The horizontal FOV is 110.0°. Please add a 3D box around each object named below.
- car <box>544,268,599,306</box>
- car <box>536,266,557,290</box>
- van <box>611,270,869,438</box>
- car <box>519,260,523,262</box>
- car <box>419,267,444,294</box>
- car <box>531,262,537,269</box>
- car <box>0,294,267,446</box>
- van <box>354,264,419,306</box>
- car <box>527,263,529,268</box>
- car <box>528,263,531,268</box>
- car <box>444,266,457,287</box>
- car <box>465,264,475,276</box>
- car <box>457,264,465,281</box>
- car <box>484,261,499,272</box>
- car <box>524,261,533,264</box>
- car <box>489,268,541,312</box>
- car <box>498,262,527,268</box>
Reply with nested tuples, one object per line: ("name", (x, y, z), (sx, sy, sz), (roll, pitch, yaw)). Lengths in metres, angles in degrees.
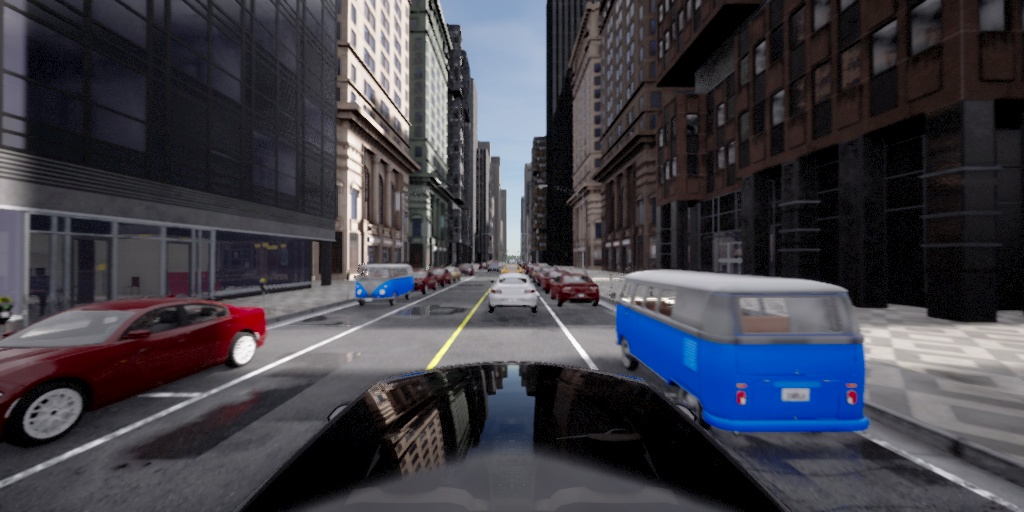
("car", (2.764, 1.461, 16.532), (1.888, 1.381, 4.507), (0, 0, 0))
("car", (2.765, 1.524, 22.134), (1.888, 1.381, 4.507), (0, 0, 0))
("van", (2.763, 1.131, 5.329), (1.690, 1.789, 3.998), (0, 0, 0))
("car", (2.769, 1.735, 61.344), (2.192, 1.841, 5.009), (0, 0, 0))
("car", (-5.761, 1.524, 22.126), (1.888, 1.381, 4.507), (0, 0, 0))
("car", (2.765, 1.481, 27.735), (1.967, 1.591, 4.097), (0, 0, 0))
("car", (-5.762, 1.336, 5.320), (1.888, 1.381, 4.507), (0, 0, 0))
("van", (-5.761, 1.257, 16.524), (1.690, 1.789, 3.998), (0, 0, 0))
("car", (2.766, 1.749, 38.938), (1.802, 1.307, 4.207), (0, 0, 0))
("car", (2.766, 1.630, 33.506), (1.751, 1.417, 4.829), (0, 0, 0))
("car", (-5.760, 1.587, 27.727), (1.888, 1.381, 4.507), (0, 0, 0))
("car", (-5.759, 1.671, 44.533), (1.967, 1.591, 4.097), (0, 0, 0))
("car", (-5.760, 1.631, 33.159), (1.751, 1.417, 4.829), (0, 0, 0))
("car", (-3.041, 1.946, 59.362), (2.033, 1.411, 5.357), (0, -1, 1))
("car", (2.767, 1.838, 50.141), (1.888, 1.381, 4.507), (0, 0, 0))
("car", (0.051, 1.423, 14.878), (1.812, 1.442, 4.674), (0, 0, 0))
("car", (0.057, 1.549, 30.389), (1.882, 1.535, 5.008), (0, 0, 0))
